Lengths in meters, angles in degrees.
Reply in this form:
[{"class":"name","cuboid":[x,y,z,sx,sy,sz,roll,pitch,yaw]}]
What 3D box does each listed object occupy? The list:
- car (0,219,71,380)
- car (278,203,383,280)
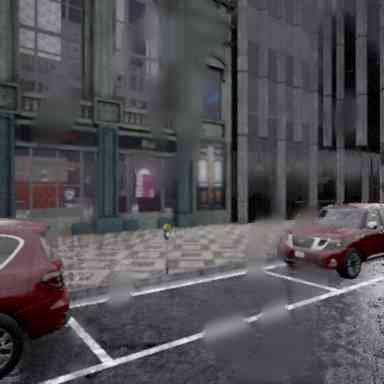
[{"class":"car","cuboid":[-4.010,1.317,3.788,5.009,1.841,2.192,0,0,-35]},{"class":"car","cuboid":[4.850,1.295,10.106,5.009,1.841,2.192,0,0,-35]}]
